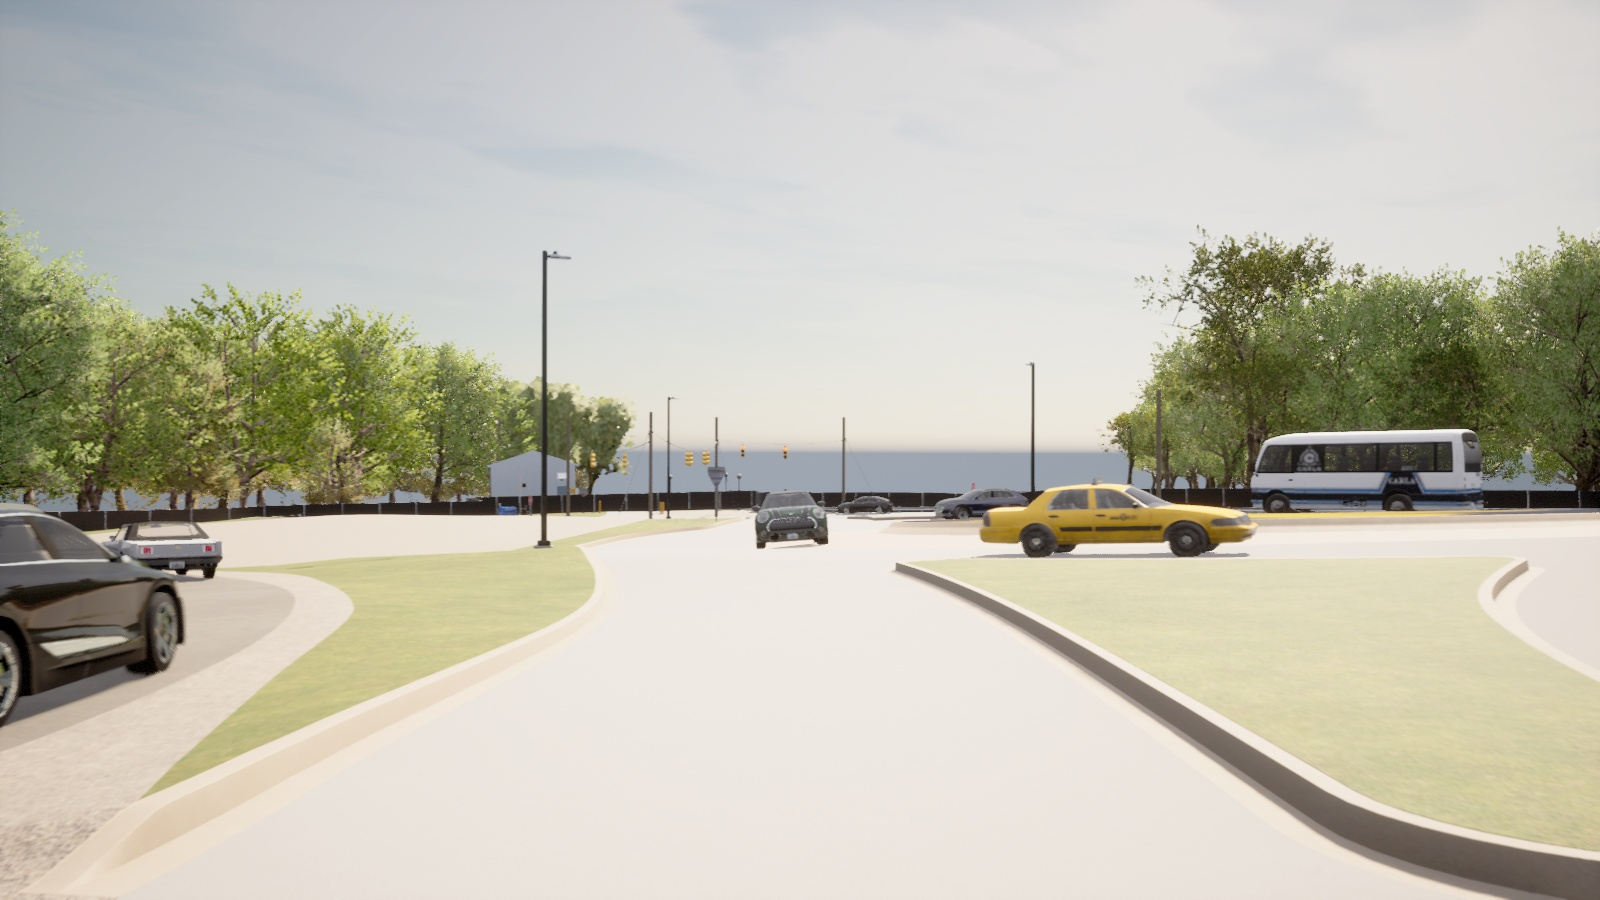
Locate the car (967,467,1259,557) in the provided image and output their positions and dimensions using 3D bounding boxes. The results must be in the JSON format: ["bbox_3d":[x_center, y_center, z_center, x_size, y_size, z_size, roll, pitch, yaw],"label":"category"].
[{"bbox_3d":[6.274,1.275,25.389,5.366,1.575,1.801,-3,-1,29],"label":"car"}]

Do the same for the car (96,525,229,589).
[{"bbox_3d":[-14.729,2.417,28.880,1.895,1.301,4.718,0,-4,-37],"label":"car"}]

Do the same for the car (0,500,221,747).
[{"bbox_3d":[-6.685,1.295,10.238,2.033,1.649,4.856,-2,-1,-5],"label":"car"}]

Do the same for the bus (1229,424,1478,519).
[{"bbox_3d":[26.739,1.055,61.097,10.273,4.253,3.944,-2,-1,42],"label":"bus"}]

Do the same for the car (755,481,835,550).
[{"bbox_3d":[-0.226,2.002,37.530,2.097,1.767,4.553,-4,-4,-3],"label":"car"}]

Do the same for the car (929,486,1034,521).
[{"bbox_3d":[9.182,2.680,63.514,4.856,1.649,2.033,0,0,-17],"label":"car"}]
